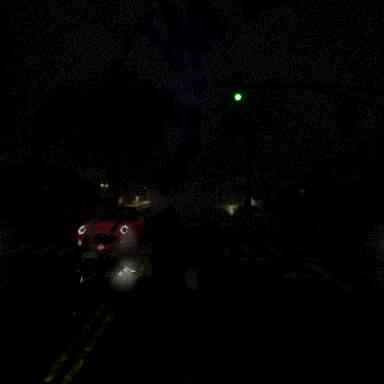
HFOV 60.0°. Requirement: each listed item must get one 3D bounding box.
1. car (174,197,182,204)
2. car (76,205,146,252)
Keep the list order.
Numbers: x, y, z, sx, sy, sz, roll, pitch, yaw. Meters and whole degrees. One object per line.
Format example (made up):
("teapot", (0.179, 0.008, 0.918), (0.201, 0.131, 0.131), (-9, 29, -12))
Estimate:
("car", (-3.325, 1.976, 78.380), (1.812, 1.442, 4.674), (0, 0, 0))
("car", (-3.265, 1.405, 14.142), (2.097, 1.767, 4.553), (0, 0, 0))
